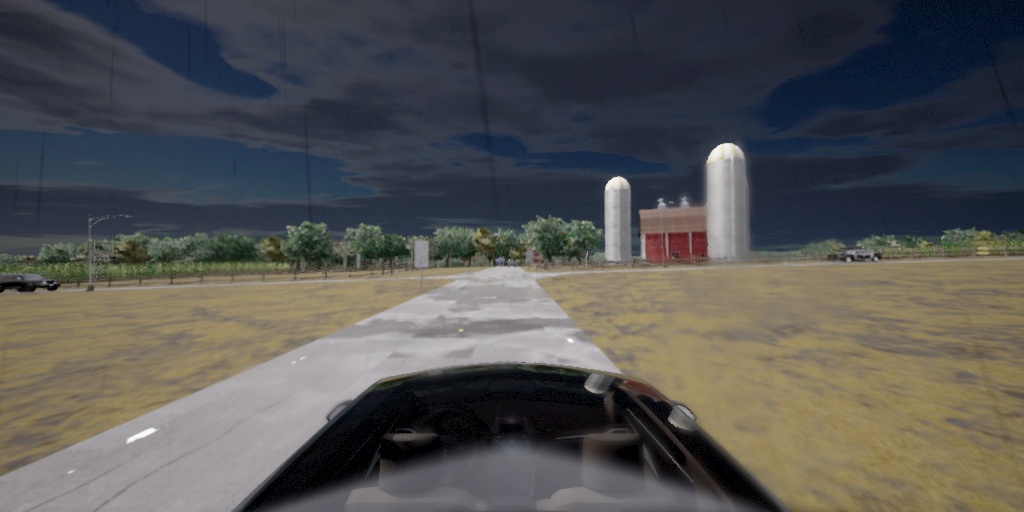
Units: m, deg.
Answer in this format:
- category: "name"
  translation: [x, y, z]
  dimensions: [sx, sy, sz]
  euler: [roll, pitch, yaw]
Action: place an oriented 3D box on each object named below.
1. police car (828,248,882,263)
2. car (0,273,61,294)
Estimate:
- category: "police car"
  translation: [38.965, -0.063, 40.866]
  dimensions: [5.238, 1.638, 1.930]
  euler: [-2, -1, 0]
- category: "car"
  translation: [-51.844, 2.850, 38.212]
  dimensions: [5.566, 2.045, 2.150]
  euler: [-2, -1, 0]
